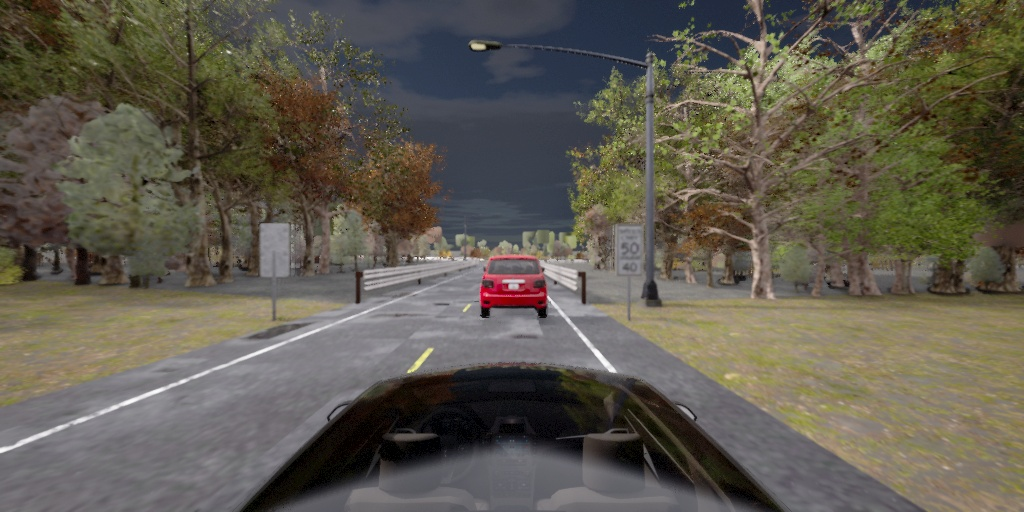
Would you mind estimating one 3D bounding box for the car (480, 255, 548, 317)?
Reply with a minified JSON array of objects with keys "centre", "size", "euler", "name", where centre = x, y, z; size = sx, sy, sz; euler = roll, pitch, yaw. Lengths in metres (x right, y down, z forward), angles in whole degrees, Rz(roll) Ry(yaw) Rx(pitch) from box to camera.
[{"centre":[0.072,0.984,13.317],"size":[2.150,2.045,5.566],"euler":[0,0,0],"name":"car"}]
